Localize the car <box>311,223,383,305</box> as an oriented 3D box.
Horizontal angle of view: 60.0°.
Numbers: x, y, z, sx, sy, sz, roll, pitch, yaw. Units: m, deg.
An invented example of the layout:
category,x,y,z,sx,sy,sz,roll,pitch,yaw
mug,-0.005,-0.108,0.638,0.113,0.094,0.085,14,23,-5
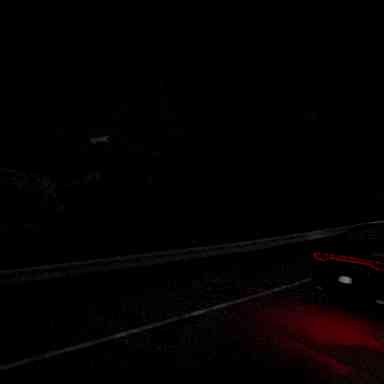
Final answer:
category,x,y,z,sx,sy,sz,roll,pitch,yaw
car,4.734,1.463,7.723,5.008,1.535,1.882,0,0,-40
